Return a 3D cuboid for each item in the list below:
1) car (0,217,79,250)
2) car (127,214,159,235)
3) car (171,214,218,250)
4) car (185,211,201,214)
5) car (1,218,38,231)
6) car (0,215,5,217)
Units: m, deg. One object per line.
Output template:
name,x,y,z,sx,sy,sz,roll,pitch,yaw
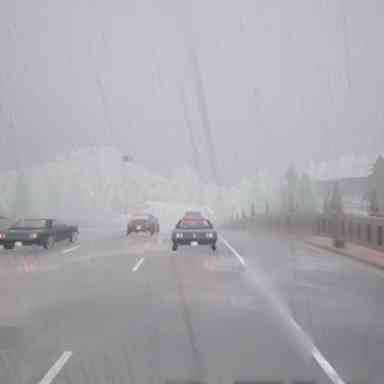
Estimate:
car,-6.901,1.877,15.466,1.895,1.301,4.718,0,-2,0
car,-3.401,2.281,23.619,1.812,1.442,4.674,0,-4,0
car,0.099,1.883,15.588,1.895,1.301,4.718,0,-3,0
car,0.098,3.225,36.472,2.150,2.045,5.566,0,-6,0
car,-21.076,4.012,40.923,1.837,1.490,4.892,0,-7,0
car,-14.096,2.237,22.935,1.812,1.442,4.674,0,-4,0
